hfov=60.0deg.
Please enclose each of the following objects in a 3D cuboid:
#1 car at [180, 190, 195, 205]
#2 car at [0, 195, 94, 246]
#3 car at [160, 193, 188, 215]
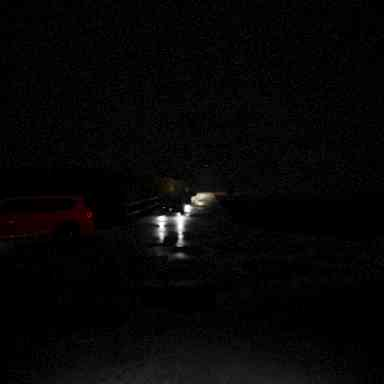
[{"bbox_3d":[-1.037,0.778,42.247,2.128,1.511,4.902,0,1,2],"label":"car"},{"bbox_3d":[-6.869,1.174,13.537,5.566,2.045,2.150,-1,0,-29],"label":"car"},{"bbox_3d":[-1.576,1.089,28.295,1.837,1.490,4.892,0,1,2],"label":"car"}]
